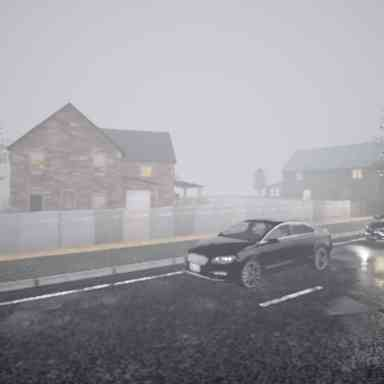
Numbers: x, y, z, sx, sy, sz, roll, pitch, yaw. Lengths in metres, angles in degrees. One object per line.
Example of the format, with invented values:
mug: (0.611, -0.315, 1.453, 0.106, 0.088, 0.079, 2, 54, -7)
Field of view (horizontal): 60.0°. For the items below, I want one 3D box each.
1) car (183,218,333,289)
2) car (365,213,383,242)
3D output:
car: (2.015, 1.507, 9.311, 4.902, 1.511, 2.128, 0, 0, -37)
car: (9.794, 1.501, 15.308, 4.892, 1.490, 1.837, 0, 0, -38)
